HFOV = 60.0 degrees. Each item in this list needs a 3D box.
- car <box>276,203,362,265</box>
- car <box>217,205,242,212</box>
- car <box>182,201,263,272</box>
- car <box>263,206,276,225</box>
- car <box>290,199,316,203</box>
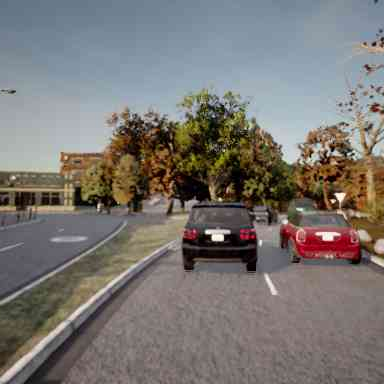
[{"bbox_3d":[4.515,1.460,12.352,2.097,1.767,4.553,0,-1,9],"label":"car"},{"bbox_3d":[8.041,3.568,71.645,4.892,1.490,1.837,-2,-3,36],"label":"car"},{"bbox_3d":[1.013,1.332,11.401,2.150,2.045,5.566,0,-1,7],"label":"car"},{"bbox_3d":[5.964,1.902,27.670,2.128,1.511,4.902,-1,-2,23],"label":"car"},{"bbox_3d":[8.872,1.578,26.300,2.150,2.045,5.566,-1,-2,23],"label":"car"}]
